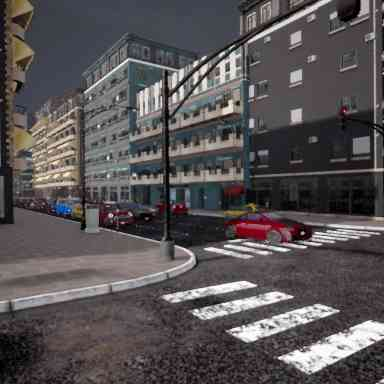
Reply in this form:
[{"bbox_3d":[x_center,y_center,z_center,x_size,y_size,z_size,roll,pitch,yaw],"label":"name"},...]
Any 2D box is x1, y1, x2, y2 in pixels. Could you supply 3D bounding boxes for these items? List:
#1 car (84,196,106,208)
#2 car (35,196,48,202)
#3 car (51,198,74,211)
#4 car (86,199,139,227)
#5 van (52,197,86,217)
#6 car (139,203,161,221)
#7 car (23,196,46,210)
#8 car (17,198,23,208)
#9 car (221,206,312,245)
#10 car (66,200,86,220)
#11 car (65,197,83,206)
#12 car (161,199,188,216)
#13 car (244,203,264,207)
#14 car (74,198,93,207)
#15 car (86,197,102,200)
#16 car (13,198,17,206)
[{"bbox_3d":[-15.049,1.517,51.350,1.967,1.590,4.097,-1,1,-36],"label":"car"},{"bbox_3d":[-37.547,1.742,82.888,1.887,1.381,4.507,-1,1,-35],"label":"car"},{"bbox_3d":[-17.675,1.652,45.164,1.837,1.490,4.892,-1,0,-35],"label":"car"},{"bbox_3d":[-5.800,1.561,23.958,1.967,1.590,4.097,-1,1,-36],"label":"car"},{"bbox_3d":[-12.230,1.491,32.967,1.690,1.788,3.998,-1,1,-36],"label":"van"},{"bbox_3d":[-4.936,1.637,27.208,2.033,1.411,5.357,-1,0,-35],"label":"car"},{"bbox_3d":[-21.871,1.635,46.484,1.967,1.590,4.097,-1,1,-36],"label":"car"},{"bbox_3d":[-25.083,1.777,50.990,1.947,1.339,4.313,-1,1,-36],"label":"car"},{"bbox_3d":[3.510,1.613,15.956,1.994,1.385,4.181,-1,1,-40],"label":"car"},{"bbox_3d":[-8.914,1.660,28.325,1.752,1.417,4.829,-1,1,-36],"label":"car"},{"bbox_3d":[-21.476,1.660,60.361,2.008,1.369,4.403,-1,1,-36],"label":"car"},{"bbox_3d":[-2.192,1.457,33.329,1.967,1.590,4.097,-1,1,-36],"label":"car"},{"bbox_3d":[4.138,1.514,24.458,1.752,1.417,4.829,-1,1,-36],"label":"car"},{"bbox_3d":[-18.262,1.659,55.856,1.947,1.339,4.313,-1,1,-36],"label":"car"},{"bbox_3d":[-11.510,1.625,36.436,1.837,1.490,4.892,-1,0,-35],"label":"car"},{"bbox_3d":[-31.512,1.789,60.000,1.887,1.381,4.507,-1,1,-36],"label":"car"}]
